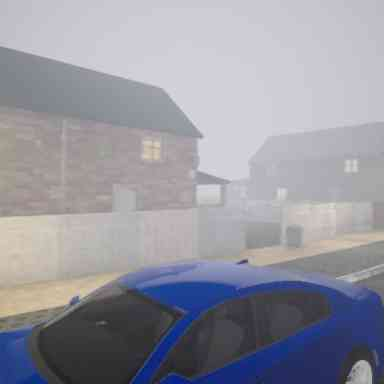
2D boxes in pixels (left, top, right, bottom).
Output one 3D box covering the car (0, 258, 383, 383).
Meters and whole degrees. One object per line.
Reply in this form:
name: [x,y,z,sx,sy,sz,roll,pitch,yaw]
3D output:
car: [-0.105,1.483,3.094,5.008,1.535,1.882,0,0,-36]
